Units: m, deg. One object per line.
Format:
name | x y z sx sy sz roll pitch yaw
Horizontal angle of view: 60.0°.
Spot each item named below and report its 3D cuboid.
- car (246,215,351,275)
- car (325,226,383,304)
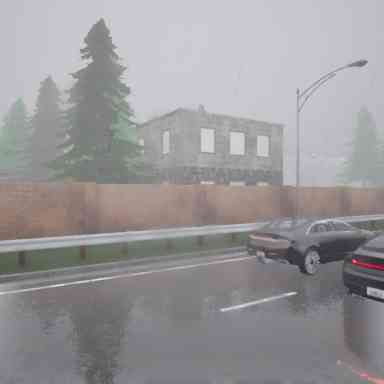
car | 3.911 1.491 10.430 4.902 1.511 2.128 0 0 -33
car | 5.219 1.505 7.106 4.892 1.490 1.837 0 0 -33
